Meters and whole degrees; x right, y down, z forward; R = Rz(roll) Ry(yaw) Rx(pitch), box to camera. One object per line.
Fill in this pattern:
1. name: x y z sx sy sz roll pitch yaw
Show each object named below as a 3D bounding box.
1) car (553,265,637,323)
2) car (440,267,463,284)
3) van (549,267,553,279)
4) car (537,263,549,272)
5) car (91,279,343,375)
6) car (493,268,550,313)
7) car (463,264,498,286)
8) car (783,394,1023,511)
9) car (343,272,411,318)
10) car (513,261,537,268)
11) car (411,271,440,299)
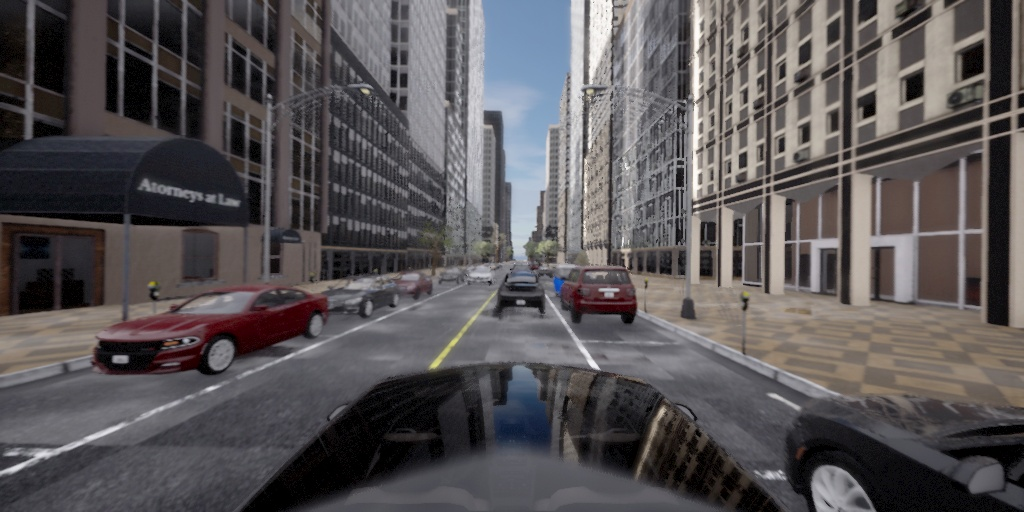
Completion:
1. car: 2.910 1.250 12.893 2.192 1.841 5.009 0 0 2
2. car: -5.002 1.588 30.166 2.007 1.370 4.403 0 0 2
3. van: 3.065 1.351 18.574 1.690 1.789 3.998 0 0 2
4. car: 3.686 1.857 41.298 2.007 1.370 4.403 0 0 2
5. car: -5.622 1.285 7.442 1.888 1.381 4.507 0 0 2
6. car: 0.390 1.431 15.088 1.837 1.490 4.892 1 -1 2
7. car: -2.417 1.584 28.829 1.812 1.442 4.674 1 -1 2
8. car: 3.048 1.288 0.874 1.837 1.490 4.892 1 -1 2
9. car: -5.467 1.365 13.123 2.007 1.370 4.403 0 0 2
10. car: 0.847 1.495 31.659 2.097 1.767 4.553 1 -1 2
11. car: -5.312 1.471 18.804 1.802 1.307 4.207 0 0 2
